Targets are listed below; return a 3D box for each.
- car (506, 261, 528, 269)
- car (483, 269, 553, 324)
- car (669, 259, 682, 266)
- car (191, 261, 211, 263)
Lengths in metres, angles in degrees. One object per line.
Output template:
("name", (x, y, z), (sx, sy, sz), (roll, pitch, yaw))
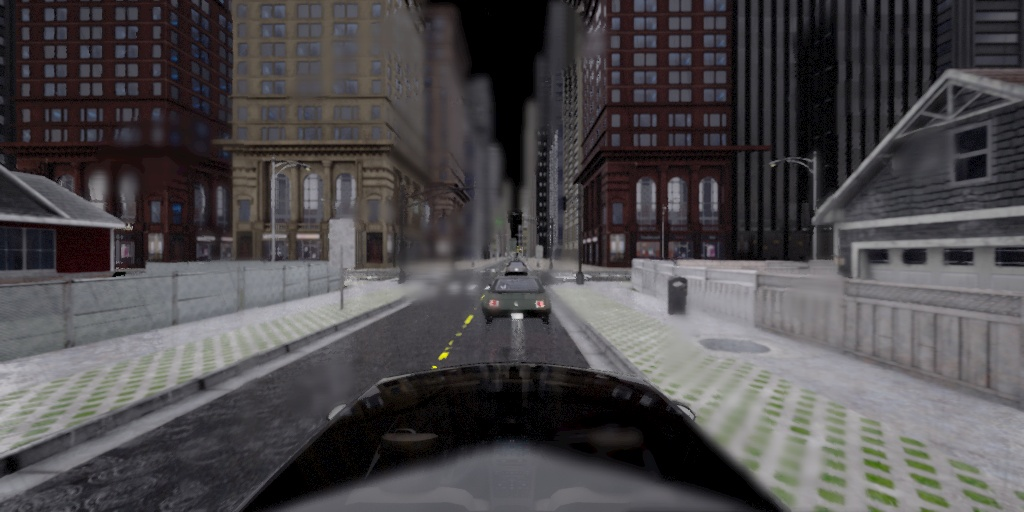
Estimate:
("car", (0.435, 1.128, 32.940), (1.994, 1.385, 4.181), (0, 0, 1))
("car", (0.165, 1.290, 11.720), (1.895, 1.301, 4.718), (0, 0, 0))
("car", (14.682, 1.057, 32.745), (4.902, 1.511, 2.128), (0, 0, 1))
("car", (-22.772, 1.103, 26.558), (4.674, 1.442, 1.812), (0, 0, 1))
